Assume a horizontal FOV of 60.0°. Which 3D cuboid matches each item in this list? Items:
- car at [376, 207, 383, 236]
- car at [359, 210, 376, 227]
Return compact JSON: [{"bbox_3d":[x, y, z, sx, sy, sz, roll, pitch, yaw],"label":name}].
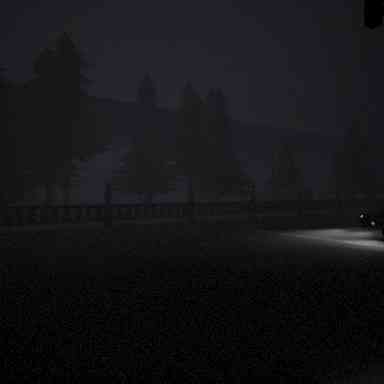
[{"bbox_3d":[11.197,1.546,16.285,4.674,1.442,1.812,0,0,-35],"label":"car"},{"bbox_3d":[12.997,1.627,21.866,4.718,1.301,1.895,0,0,-35],"label":"car"}]
